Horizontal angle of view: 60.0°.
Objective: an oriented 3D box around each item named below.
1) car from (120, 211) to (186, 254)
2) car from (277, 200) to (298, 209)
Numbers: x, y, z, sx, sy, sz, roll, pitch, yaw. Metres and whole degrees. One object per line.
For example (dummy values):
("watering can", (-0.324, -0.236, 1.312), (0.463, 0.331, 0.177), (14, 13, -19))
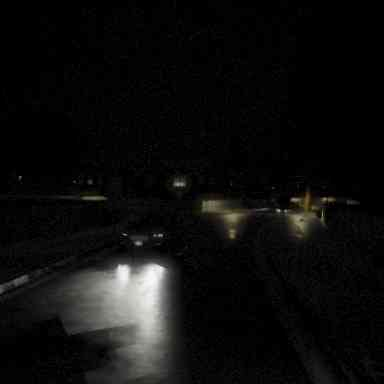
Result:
("car", (-1.487, 1.584, 14.232), (2.128, 1.511, 4.902), (0, -1, 10))
("car", (15.586, 2.061, 54.075), (2.033, 1.411, 5.357), (0, -1, 36))
